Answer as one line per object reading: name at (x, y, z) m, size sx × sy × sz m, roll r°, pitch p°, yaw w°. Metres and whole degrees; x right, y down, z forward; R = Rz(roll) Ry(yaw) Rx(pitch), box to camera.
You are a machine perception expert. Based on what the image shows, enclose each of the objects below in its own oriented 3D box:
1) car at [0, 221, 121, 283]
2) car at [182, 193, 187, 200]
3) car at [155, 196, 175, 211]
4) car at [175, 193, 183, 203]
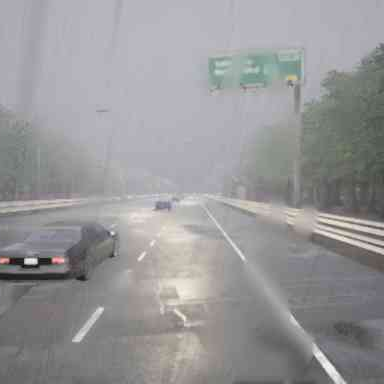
car at (-3.495, 1.548, 9.726) m, size 2.033 × 1.411 × 5.357 m, roll 0°, pitch 0°, yaw 0°
car at (-3.370, 1.268, 94.498) m, size 2.150 × 2.045 × 5.566 m, roll 0°, pitch 0°, yaw 0°
car at (-3.465, 1.481, 41.234) m, size 1.882 × 1.535 × 5.008 m, roll 0°, pitch 0°, yaw 0°
car at (-3.434, 1.513, 70.439) m, size 1.837 × 1.490 × 4.892 m, roll 0°, pitch 0°, yaw 0°
